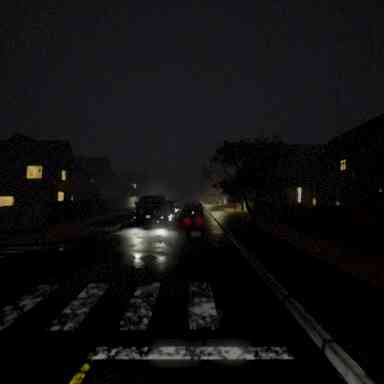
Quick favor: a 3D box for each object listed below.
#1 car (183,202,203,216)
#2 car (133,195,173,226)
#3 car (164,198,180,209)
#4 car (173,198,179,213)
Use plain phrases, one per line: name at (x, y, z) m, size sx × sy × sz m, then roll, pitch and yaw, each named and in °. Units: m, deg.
car at (0.100, 1.642, 33.343) m, size 1.895 × 1.301 × 4.718 m, roll 0°, pitch 0°, yaw 0°
car at (-2.851, 1.244, 24.295) m, size 2.150 × 2.045 × 5.566 m, roll 0°, pitch 0°, yaw 0°
car at (-2.836, 1.637, 47.938) m, size 2.033 × 1.411 × 5.357 m, roll 0°, pitch 0°, yaw 0°
car at (-2.849, 1.598, 36.718) m, size 2.033 × 1.411 × 5.357 m, roll 0°, pitch 0°, yaw 0°
